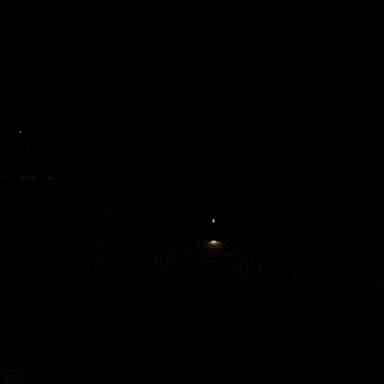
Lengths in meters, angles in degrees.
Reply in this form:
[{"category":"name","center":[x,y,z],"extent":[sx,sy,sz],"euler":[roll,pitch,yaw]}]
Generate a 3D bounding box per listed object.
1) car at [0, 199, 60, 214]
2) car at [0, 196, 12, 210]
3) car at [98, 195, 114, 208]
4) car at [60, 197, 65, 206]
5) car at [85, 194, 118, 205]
[{"category":"car","center":[-15.240,1.340,31.292],"extent":[2.008,1.369,4.403],"euler":[2,2,35]},{"category":"car","center":[-22.385,1.231,35.954],"extent":[1.752,1.417,4.829],"euler":[2,2,35]},{"category":"car","center":[-9.002,1.243,40.054],"extent":[1.802,1.307,4.206],"euler":[2,2,35]},{"category":"car","center":[-16.251,1.130,44.569],"extent":[2.008,1.369,4.403],"euler":[2,2,35]},{"category":"car","center":[-13.235,1.081,48.807],"extent":[1.947,1.339,4.313],"euler":[2,2,35]}]
